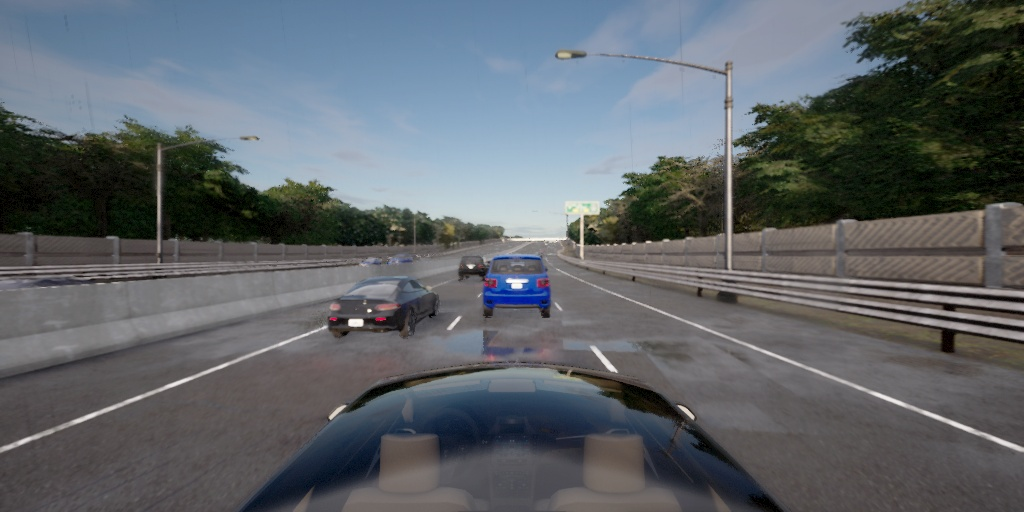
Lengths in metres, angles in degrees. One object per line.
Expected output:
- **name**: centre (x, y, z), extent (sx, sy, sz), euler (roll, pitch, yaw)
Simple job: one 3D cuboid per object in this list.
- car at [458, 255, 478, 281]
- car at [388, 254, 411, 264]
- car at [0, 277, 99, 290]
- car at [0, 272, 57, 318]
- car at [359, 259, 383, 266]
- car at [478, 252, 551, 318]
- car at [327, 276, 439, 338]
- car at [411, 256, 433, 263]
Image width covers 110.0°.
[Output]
- **car**: centre (-3.024, 0.951, 29.681), extent (2.150, 2.045, 5.566), euler (0, 0, 1)
- **car**: centre (-16.387, 0.761, 52.982), extent (2.150, 2.045, 5.566), euler (0, 1, 3)
- **car**: centre (-14.044, 1.304, 10.347), extent (1.994, 1.385, 4.181), euler (0, 0, 1)
- **car**: centre (-17.552, 1.286, 10.341), extent (2.033, 1.411, 5.357), euler (0, 0, 0)
- **car**: centre (-19.982, 1.091, 51.078), extent (1.812, 1.442, 4.674), euler (0, 1, 3)
- **car**: centre (0.179, 0.965, 13.184), extent (2.150, 2.045, 5.566), euler (0, 0, 1)
- **car**: centre (-3.349, 1.269, 10.038), extent (1.812, 1.442, 4.674), euler (0, 0, 0)
- **car**: centre (-12.881, 1.046, 53.011), extent (1.837, 1.490, 4.892), euler (0, 1, 3)
